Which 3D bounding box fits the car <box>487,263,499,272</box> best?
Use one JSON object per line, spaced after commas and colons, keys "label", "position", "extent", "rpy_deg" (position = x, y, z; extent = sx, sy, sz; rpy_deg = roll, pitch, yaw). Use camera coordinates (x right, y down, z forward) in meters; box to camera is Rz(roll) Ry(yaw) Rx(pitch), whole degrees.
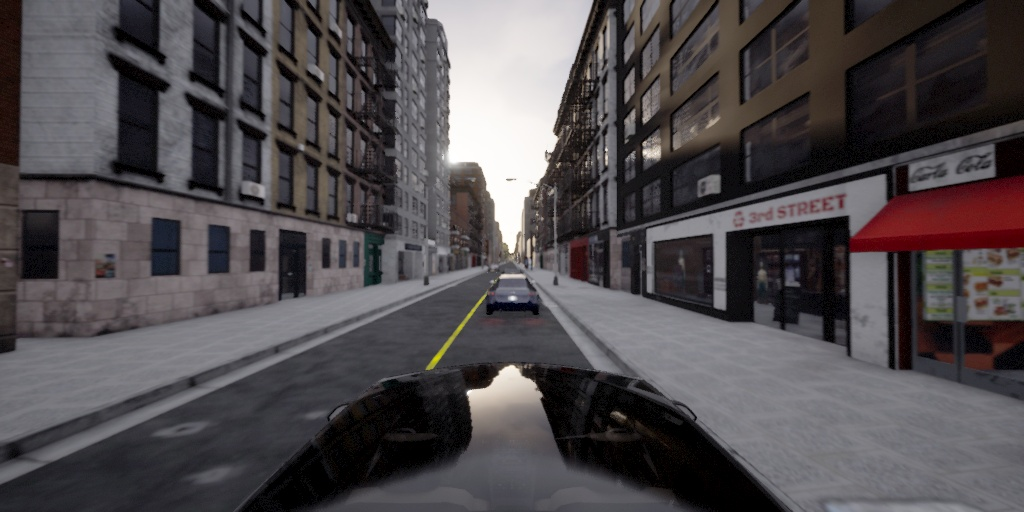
{"label": "car", "position": [-3.068, 1.950, 60.068], "extent": [2.128, 1.511, 4.902], "rpy_deg": [0, -1, 0]}

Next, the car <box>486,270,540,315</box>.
{"label": "car", "position": [0.043, 1.444, 14.355], "extent": [1.994, 1.385, 4.181], "rpy_deg": [0, 0, 1]}

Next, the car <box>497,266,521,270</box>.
{"label": "car", "position": [0.031, 1.642, 28.626], "extent": [1.895, 1.301, 4.718], "rpy_deg": [0, -1, 1]}

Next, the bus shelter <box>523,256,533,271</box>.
{"label": "bus shelter", "position": [3.114, 1.410, 65.402], "extent": [1.920, 2.740, 3.880], "rpy_deg": [0, 0, 0]}
